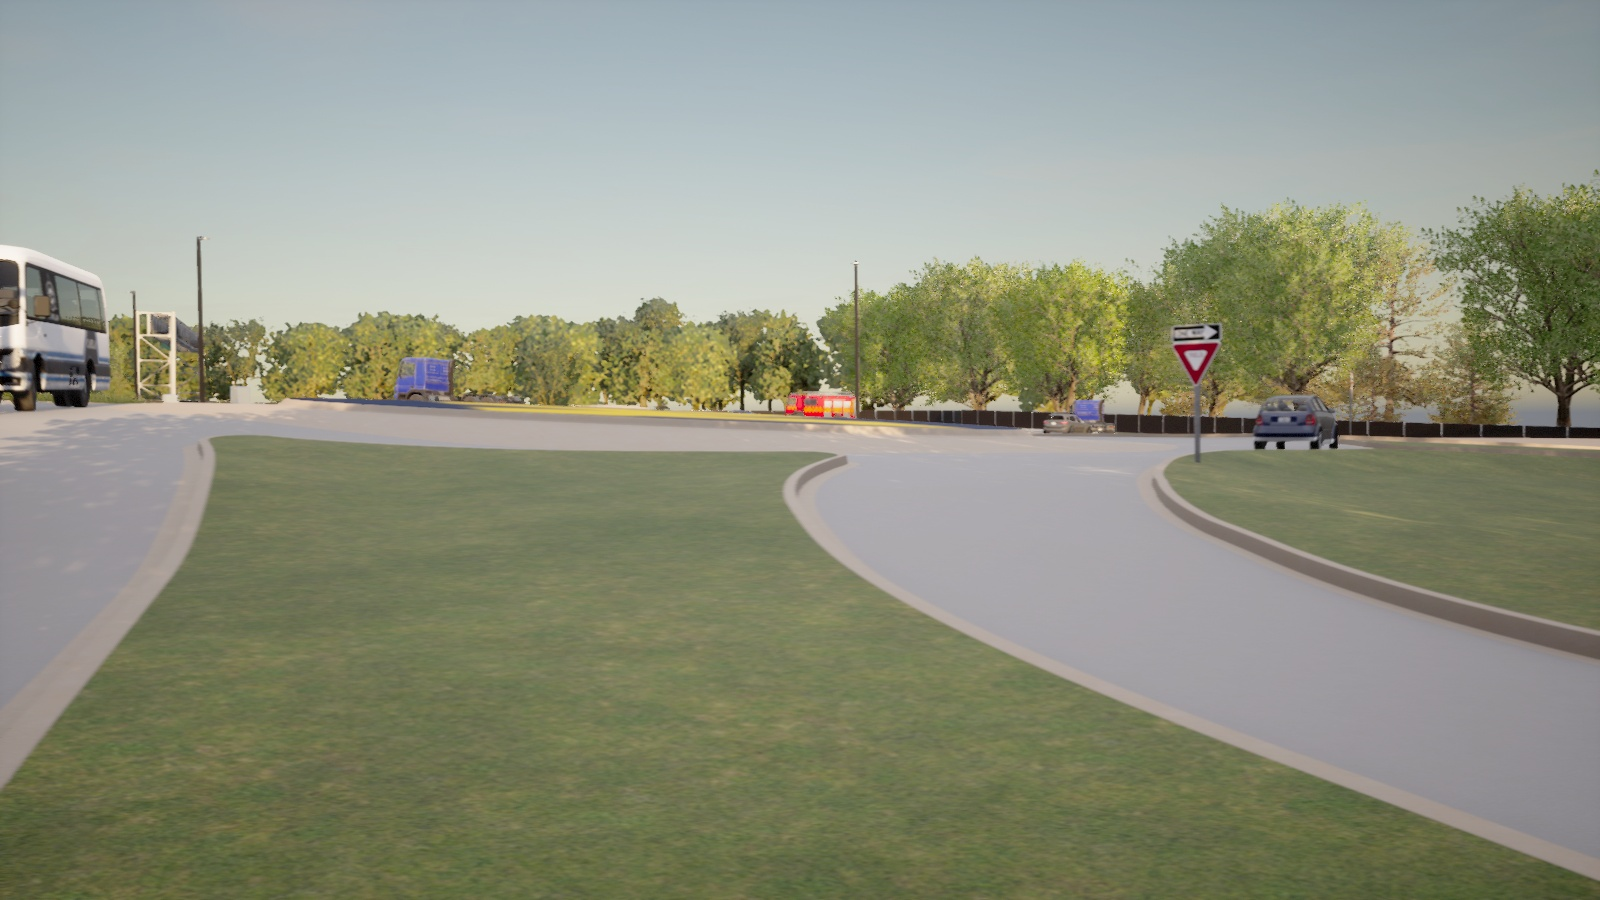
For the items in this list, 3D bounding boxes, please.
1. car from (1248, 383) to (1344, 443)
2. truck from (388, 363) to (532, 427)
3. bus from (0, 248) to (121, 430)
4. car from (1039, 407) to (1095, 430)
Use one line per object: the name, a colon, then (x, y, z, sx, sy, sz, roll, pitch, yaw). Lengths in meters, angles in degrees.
car: (13.839, -1.040, 34.908, 1.789, 1.549, 3.705, -1, 2, 33)
truck: (-20.113, -3.255, 74.237, 7.936, 3.462, 2.891, 2, 0, 22)
bus: (-21.628, -2.754, 33.858, 3.944, 4.253, 10.273, -1, 3, -18)
car: (20.161, -2.383, 94.831, 2.242, 1.667, 4.611, 2, 2, 39)
